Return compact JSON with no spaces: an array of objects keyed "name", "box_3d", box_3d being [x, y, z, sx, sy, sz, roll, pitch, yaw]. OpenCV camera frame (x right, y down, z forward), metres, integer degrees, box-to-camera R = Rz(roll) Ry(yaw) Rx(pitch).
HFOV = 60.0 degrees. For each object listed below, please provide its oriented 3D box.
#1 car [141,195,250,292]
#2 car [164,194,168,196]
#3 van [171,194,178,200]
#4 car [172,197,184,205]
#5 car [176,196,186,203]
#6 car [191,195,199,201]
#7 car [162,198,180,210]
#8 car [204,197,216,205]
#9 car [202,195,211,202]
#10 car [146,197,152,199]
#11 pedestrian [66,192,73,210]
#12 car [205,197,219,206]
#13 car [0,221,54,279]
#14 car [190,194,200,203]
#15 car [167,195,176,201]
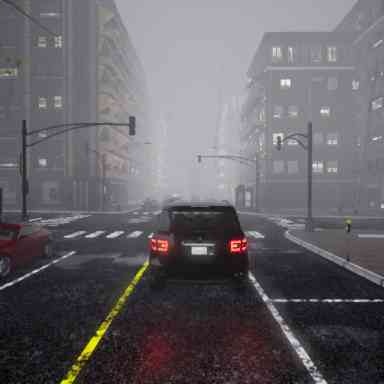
[{"name":"car","box_3d":[0.165,1.221,9.075,2.150,2.045,5.566,0,0,1]},{"name":"car","box_3d":[-5.063,1.314,70.591,2.192,1.841,5.009,0,0,1]},{"name":"van","box_3d":[-4.856,1.340,93.145,1.690,1.788,3.998,0,0,1]},{"name":"car","box_3d":[-2.512,1.563,61.569,1.994,1.385,4.181,0,0,1]},{"name":"car","box_3d":[-2.356,1.522,71.874,1.812,1.442,4.674,0,0,1]},{"name":"car","box_3d":[0.744,1.477,82.676,1.882,1.535,5.008,0,0,1]},{"name":"car","box_3d":[-2.703,1.562,43.028,1.994,1.385,4.181,0,0,1]},{"name":"car","box_3d":[3.215,1.543,59.232,1.887,1.381,4.507,0,0,1]},{"name":"car","box_3d":[3.369,1.439,76.148,1.967,1.590,4.097,0,0,1]},{"name":"car","box_3d":[-5.319,1.438,42.399,1.967,1.590,4.097,0,0,1]},{"name":"pedestrian","box_3d":[-12.421,0.902,33.456,0.375,1.860,0.375,0,-1,0]},{"name":"car","box_3d":[3.164,1.549,53.594,2.008,1.369,4.403,0,0,1]},{"name":"car","box_3d":[-5.614,1.581,9.989,1.802,1.307,4.206,0,0,1]},{"name":"car","box_3d":[0.670,1.354,72.899,2.097,1.767,4.553,0,0,1]},{"name":"car","box_3d":[-4.961,1.525,81.698,1.752,1.417,4.829,0,0,1]}]
